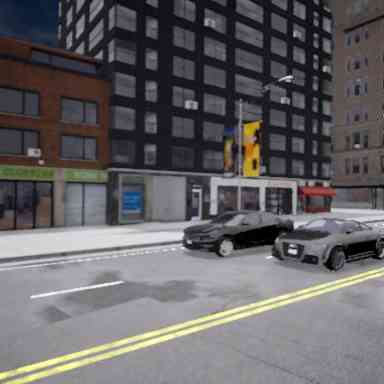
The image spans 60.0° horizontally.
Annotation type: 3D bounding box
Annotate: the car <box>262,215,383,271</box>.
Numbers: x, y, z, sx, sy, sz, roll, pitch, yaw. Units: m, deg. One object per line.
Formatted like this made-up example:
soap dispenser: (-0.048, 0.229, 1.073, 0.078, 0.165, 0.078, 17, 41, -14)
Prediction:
car: (4.582, 1.562, 10.942, 4.181, 1.385, 1.994, 0, 0, -35)

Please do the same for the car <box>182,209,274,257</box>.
car: (1.948, 1.476, 13.056, 5.008, 1.535, 1.882, 0, 0, -35)
